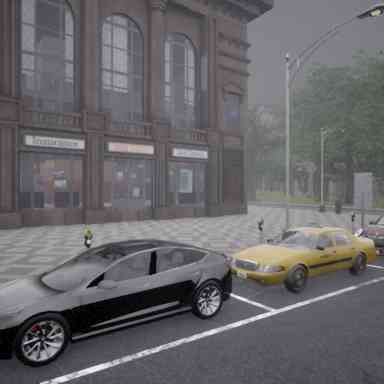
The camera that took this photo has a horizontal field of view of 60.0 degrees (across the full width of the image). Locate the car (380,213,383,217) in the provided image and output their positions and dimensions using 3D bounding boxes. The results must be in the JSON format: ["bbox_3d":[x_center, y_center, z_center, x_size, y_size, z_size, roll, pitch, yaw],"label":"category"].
[{"bbox_3d":[7.635,1.441,12.123,4.097,1.590,1.967,0,0,-36],"label":"car"}]

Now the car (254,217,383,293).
[{"bbox_3d":[3.076,1.525,8.859,4.829,1.417,1.752,0,0,-36],"label":"car"}]

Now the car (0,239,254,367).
[{"bbox_3d":[-1.208,1.566,5.792,4.313,1.339,1.947,0,0,-36],"label":"car"}]
